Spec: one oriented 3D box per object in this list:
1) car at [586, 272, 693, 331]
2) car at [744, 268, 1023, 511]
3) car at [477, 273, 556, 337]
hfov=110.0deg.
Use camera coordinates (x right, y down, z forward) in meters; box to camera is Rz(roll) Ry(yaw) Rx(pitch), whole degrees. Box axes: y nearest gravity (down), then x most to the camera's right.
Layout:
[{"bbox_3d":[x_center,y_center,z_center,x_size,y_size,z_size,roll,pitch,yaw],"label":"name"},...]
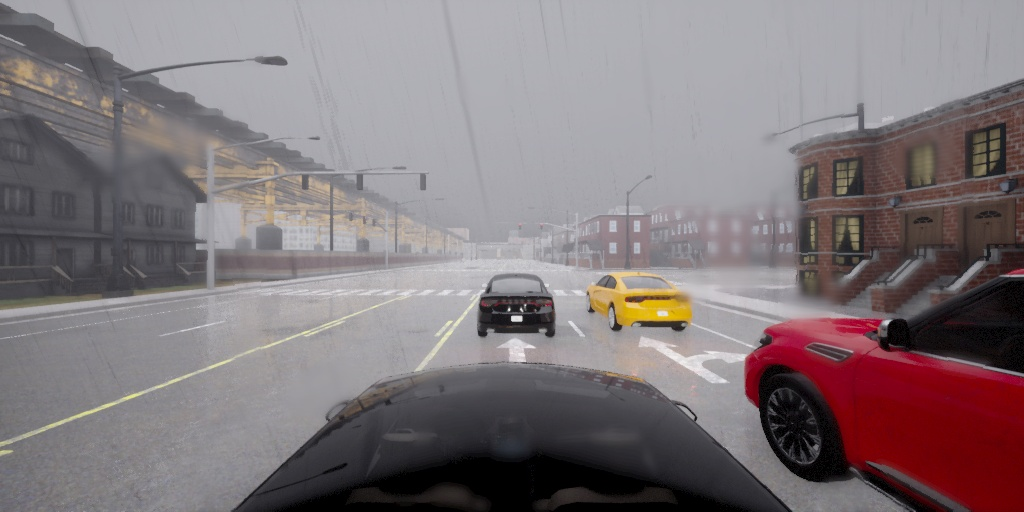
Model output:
[{"bbox_3d":[3.609,1.228,11.055,1.882,1.535,5.008,0,0,0],"label":"car"},{"bbox_3d":[3.598,0.971,1.530,2.150,2.045,5.566,0,0,0],"label":"car"},{"bbox_3d":[0.107,1.228,10.353,1.882,1.535,5.008,0,0,0],"label":"car"}]
